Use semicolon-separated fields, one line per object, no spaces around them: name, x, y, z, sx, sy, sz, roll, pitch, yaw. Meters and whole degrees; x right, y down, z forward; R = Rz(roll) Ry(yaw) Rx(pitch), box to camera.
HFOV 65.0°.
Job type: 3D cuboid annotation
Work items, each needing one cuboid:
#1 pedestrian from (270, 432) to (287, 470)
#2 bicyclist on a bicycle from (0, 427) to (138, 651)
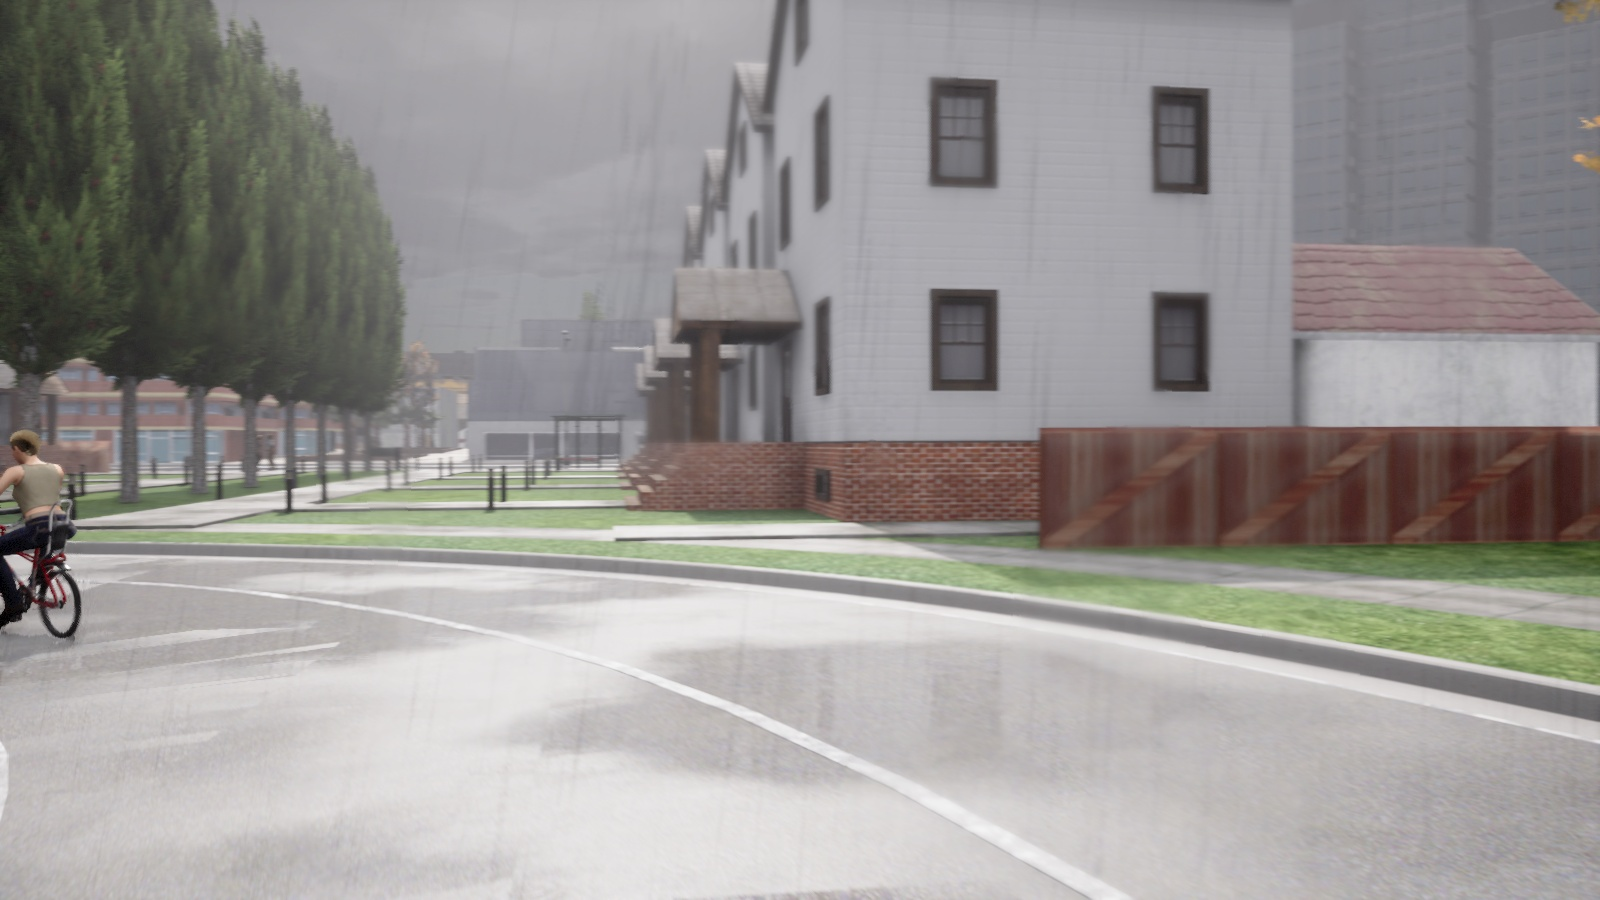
pedestrian;-25.829;0.046;62.166;0.694;1.848;0.540;0;0;-12
bicyclist on a bicycle;-6.098;0.638;9.859;1.509;1.612;0.866;0;2;30
